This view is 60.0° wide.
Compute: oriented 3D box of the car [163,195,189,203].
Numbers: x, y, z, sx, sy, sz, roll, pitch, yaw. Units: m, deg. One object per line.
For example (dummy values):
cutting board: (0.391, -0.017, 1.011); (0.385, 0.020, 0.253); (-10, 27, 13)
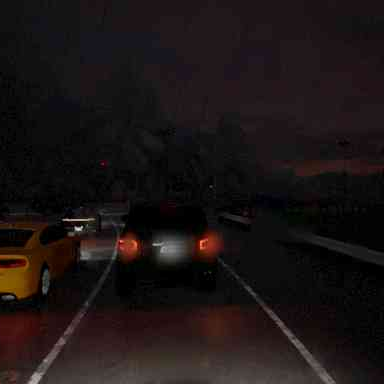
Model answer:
car: (-3.305, 1.478, 69.081); (5.008, 1.535, 1.882); (0, 0, -20)

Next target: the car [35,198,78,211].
car: (-16.840, 1.497, 41.646); (4.902, 1.511, 2.128); (0, 0, -20)

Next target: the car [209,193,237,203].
car: (6.750, 1.225, 72.761); (5.566, 2.045, 2.150); (0, 0, -20)

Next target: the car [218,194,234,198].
car: (7.629, 1.564, 61.996); (4.181, 1.385, 1.994); (0, 0, -20)

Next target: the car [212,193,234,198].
car: (5.875, 1.547, 68.725); (5.357, 1.411, 2.033); (0, 0, -20)

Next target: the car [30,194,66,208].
car: (-15.577, 1.228, 38.382); (5.566, 2.045, 2.150); (0, 0, -20)

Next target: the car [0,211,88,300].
car: (-4.167, 1.478, 8.343); (1.882, 1.535, 5.008); (0, 0, -6)

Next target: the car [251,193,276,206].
car: (11.599, 1.223, 52.065); (5.566, 2.045, 2.150); (0, 0, -20)

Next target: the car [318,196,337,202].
car: (32.653, 1.595, 80.243); (4.718, 1.301, 1.895); (0, 0, -30)

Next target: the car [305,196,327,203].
car: (25.565, 1.553, 68.561); (4.181, 1.385, 1.994); (0, 0, -23)

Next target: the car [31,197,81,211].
car: (-12.436, 1.498, 32.077); (4.902, 1.511, 2.128); (0, 0, -20)

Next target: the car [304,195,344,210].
car: (17.439, 1.506, 43.023); (4.892, 1.490, 1.837); (0, 0, -20)

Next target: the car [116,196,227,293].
car: (-0.759, 1.221, 9.071); (2.150, 2.045, 5.566); (0, 0, -7)

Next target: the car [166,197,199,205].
car: (-1.684, 1.547, 58.593); (5.357, 1.411, 2.033); (0, 0, -20)

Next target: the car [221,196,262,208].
car: (6.291, 1.564, 42.666); (4.181, 1.385, 1.994); (0, 0, -20)

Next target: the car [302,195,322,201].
car: (29.774, 1.477, 82.569); (5.008, 1.535, 1.882); (0, 0, -30)

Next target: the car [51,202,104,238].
car: (-5.773, 1.492, 17.586); (2.128, 1.511, 4.902); (0, 0, -14)

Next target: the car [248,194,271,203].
car: (14.635, 1.355, 71.923); (4.553, 1.767, 2.097); (0, 0, -20)

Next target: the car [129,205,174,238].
car: (-2.512, 1.547, 19.111); (2.033, 1.411, 5.357); (0, 0, -13)

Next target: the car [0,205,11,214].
car: (-20.934, 1.552, 32.689); (5.357, 1.411, 2.033); (0, 0, -20)

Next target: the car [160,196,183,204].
car: (-4.005, 1.564, 65.181); (4.181, 1.385, 1.994); (0, 0, -20)

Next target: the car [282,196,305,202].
car: (22.897, 1.595, 75.034); (4.718, 1.301, 1.895); (0, 0, -23)

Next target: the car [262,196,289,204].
car: (16.373, 1.478, 65.150); (5.008, 1.535, 1.882); (0, 0, -20)

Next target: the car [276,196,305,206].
car: (15.285, 1.564, 49.689); (4.181, 1.385, 1.994); (0, 0, -20)
